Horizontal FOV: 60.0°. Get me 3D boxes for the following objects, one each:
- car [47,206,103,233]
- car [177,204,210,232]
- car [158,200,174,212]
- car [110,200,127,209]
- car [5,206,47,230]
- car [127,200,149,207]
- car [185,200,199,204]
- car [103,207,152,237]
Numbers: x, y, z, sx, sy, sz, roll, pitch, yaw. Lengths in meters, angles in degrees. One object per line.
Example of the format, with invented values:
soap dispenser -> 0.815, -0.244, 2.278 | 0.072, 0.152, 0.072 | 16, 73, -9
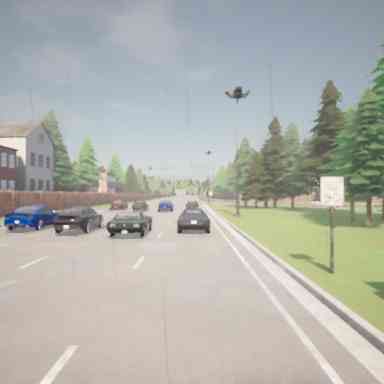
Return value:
car -> -6.896, 1.658, 20.659 | 1.837, 1.490, 4.892 | 0, 0, 0
car -> 0.106, 1.720, 21.178 | 1.994, 1.385, 4.181 | 0, 0, 0
car -> -3.466, 1.807, 44.918 | 1.882, 1.535, 5.008 | 0, 0, 0
car -> -10.442, 1.878, 47.895 | 1.812, 1.442, 4.674 | 0, 0, 1
car -> -10.394, 1.642, 22.213 | 1.882, 1.535, 5.008 | 0, 0, 0
car -> -6.963, 1.825, 45.218 | 2.128, 1.511, 4.902 | 0, 0, 0
car -> 0.044, 1.835, 46.635 | 2.128, 1.511, 4.902 | 0, 0, 1
car -> -3.394, 1.741, 19.029 | 1.895, 1.301, 4.718 | 0, 0, 0
